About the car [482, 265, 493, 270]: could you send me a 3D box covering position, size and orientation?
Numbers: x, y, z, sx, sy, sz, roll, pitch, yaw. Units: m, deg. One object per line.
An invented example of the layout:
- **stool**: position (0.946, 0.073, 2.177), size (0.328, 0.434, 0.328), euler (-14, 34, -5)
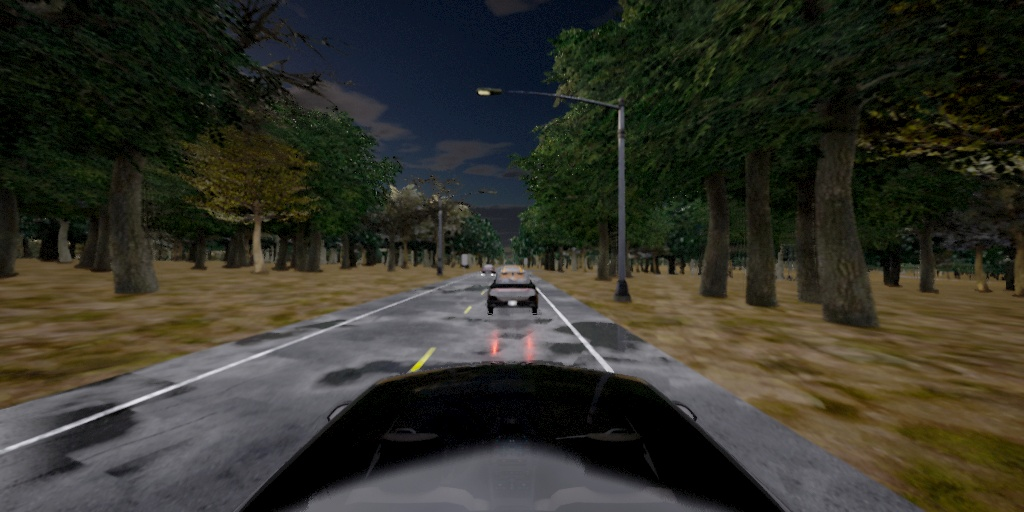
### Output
- **car**: position (-3.563, 2.022, 54.520), size (1.812, 1.442, 4.674), euler (0, -1, 0)

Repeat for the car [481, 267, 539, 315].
- **car**: position (0.040, 1.384, 14.344), size (2.128, 1.511, 4.902), euler (0, -1, 1)
